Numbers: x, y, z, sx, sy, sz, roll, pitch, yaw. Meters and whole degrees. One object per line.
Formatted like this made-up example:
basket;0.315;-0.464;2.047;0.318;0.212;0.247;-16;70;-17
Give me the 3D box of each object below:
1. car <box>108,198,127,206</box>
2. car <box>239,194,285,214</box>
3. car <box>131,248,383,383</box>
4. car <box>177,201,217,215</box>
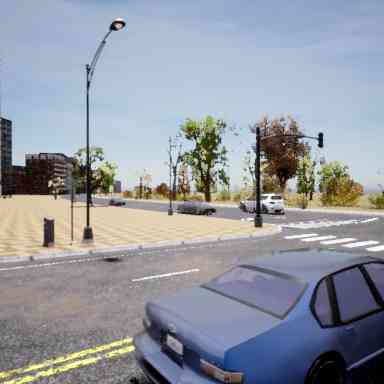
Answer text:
car;-12.781;1.672;56.804;2.033;1.411;5.357;0;0;-30
car;7.458;1.262;36.027;2.150;2.045;5.566;0;0;-32
car;1.892;1.546;4.694;5.357;1.411;2.033;0;0;-34
car;0.409;1.620;34.673;2.033;1.411;5.357;0;0;-32
